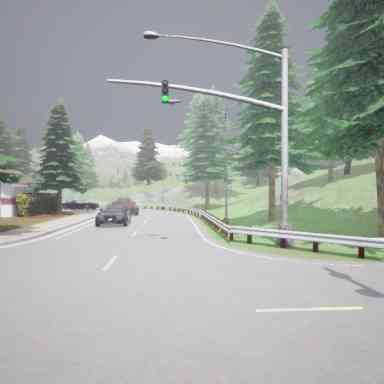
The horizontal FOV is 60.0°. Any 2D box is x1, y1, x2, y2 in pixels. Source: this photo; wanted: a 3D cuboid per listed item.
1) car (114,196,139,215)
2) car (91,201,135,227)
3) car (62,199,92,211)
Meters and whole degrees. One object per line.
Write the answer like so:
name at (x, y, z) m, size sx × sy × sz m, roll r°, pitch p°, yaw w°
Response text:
car at (-6.618, 1.304, 32.404) m, size 2.097 × 1.767 × 4.553 m, roll 0°, pitch 0°, yaw -22°
car at (-5.278, 1.529, 22.671) m, size 1.994 × 1.385 × 4.181 m, roll 0°, pitch 0°, yaw -5°
car at (-13.584, 1.546, 39.792) m, size 4.718 × 1.301 × 1.895 m, roll 0°, pitch 0°, yaw 11°
